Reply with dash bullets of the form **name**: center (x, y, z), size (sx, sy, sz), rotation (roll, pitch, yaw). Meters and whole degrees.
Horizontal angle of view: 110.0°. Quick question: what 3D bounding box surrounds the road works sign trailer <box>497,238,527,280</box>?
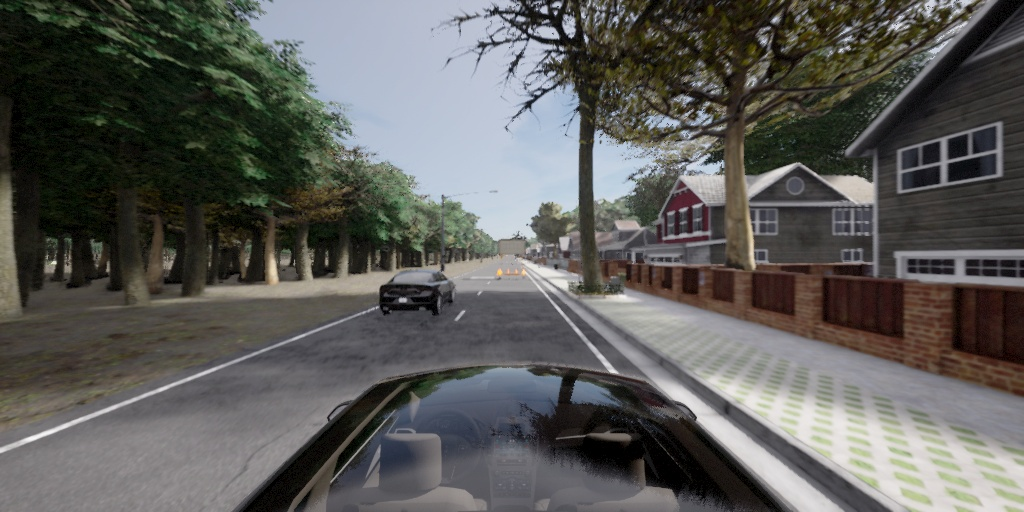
- **road works sign trailer**: center (0.003, 0.247, 31.200), size (2.380, 3.560, 2.880), rotation (0, 0, 0)

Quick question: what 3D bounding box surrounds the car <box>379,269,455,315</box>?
- **car**: center (-3.397, 1.234, 13.655), size (1.882, 1.535, 5.008), rotation (0, 0, 0)
